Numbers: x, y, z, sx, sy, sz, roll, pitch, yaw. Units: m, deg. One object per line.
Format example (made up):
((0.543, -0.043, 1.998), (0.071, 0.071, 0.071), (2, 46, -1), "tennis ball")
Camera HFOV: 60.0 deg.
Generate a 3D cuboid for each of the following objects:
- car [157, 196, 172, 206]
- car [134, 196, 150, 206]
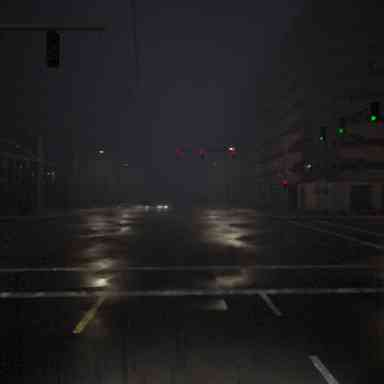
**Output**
((-5.241, 1.743, 60.479), (2.128, 1.511, 4.902), (0, 0, -1), "car")
((-8.735, 1.856, 60.379), (1.895, 1.301, 4.718), (0, 0, -1), "car")
